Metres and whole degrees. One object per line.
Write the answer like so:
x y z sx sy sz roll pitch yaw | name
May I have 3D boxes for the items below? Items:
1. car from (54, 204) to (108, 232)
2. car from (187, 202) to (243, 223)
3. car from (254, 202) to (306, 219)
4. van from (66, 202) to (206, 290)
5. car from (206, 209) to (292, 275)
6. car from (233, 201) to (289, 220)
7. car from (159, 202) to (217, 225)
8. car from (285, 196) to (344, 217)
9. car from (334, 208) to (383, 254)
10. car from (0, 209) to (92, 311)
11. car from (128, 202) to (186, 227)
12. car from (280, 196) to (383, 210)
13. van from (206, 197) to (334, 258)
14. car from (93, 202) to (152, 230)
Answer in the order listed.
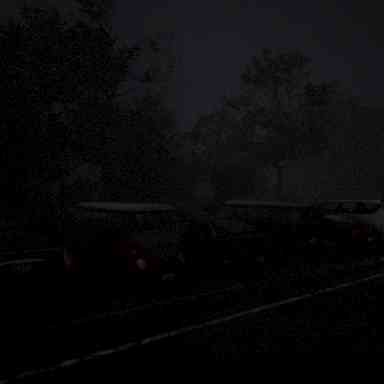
-7.250 1.557 21.325 2.002 1.452 4.674 1 0 -35 | car
1.800 1.642 27.823 2.163 1.488 4.792 1 0 -36 | car
8.516 1.732 32.580 2.002 1.452 4.674 1 0 -36 | car
-1.799 1.269 9.008 1.878 1.987 4.442 1 0 -35 | van
0.418 1.520 10.725 2.231 1.521 4.892 1 0 -35 | car
6.352 1.665 31.032 2.097 1.535 5.008 1 0 -36 | car
-0.433 1.618 26.158 2.163 1.488 4.792 1 0 -36 | car
13.066 1.504 35.797 2.435 2.045 5.566 1 0 -36 | car
4.981 1.566 13.982 2.097 1.535 5.008 1 0 -36 | car
-4.132 1.345 7.448 2.185 1.767 4.553 1 0 -35 | car
-2.713 1.565 24.559 2.097 1.535 5.008 1 0 -36 | car
7.245 1.338 15.639 2.435 2.045 5.566 1 0 -36 | car
2.630 1.316 12.453 1.878 1.987 4.442 1 0 -36 | van
-4.876 1.538 22.794 1.946 1.575 5.366 1 0 -35 | car
